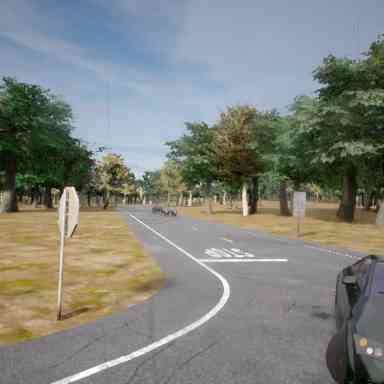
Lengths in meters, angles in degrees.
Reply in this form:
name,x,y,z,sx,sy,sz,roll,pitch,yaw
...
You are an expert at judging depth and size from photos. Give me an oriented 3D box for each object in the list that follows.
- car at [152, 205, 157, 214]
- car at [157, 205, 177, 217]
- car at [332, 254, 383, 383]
name,x,y,z,sx,sy,sz,roll,pitch,yaw
car,-5.709,2.959,56.887,1.882,1.535,5.008,3,-2,-14
car,-3.457,2.848,48.040,1.895,1.301,4.718,3,-2,-13
car,3.113,1.643,4.634,1.994,1.385,4.181,1,-1,22
